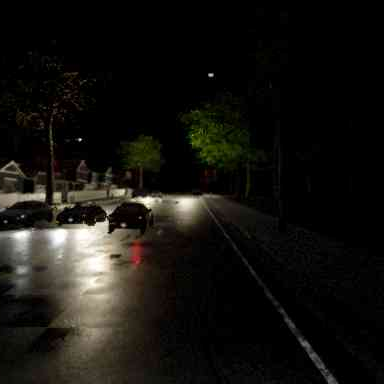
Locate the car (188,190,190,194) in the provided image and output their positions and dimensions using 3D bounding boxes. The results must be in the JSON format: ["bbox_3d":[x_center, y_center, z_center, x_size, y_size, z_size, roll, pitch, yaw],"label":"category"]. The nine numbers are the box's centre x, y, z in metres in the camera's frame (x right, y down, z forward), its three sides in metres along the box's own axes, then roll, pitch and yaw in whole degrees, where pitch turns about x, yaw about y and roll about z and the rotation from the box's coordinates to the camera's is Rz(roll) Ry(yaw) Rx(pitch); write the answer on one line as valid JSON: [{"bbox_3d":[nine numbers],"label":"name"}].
[{"bbox_3d":[0.009,-0.140,94.985,1.812,1.442,4.674,0,1,0],"label":"car"}]

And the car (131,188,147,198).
[{"bbox_3d":[-9.763,0.206,61.855,2.150,2.045,5.566,0,1,0],"label":"car"}]

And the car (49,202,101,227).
[{"bbox_3d":[-6.595,1.292,20.040,1.994,1.385,4.181,0,1,0],"label":"car"}]

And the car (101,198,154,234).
[{"bbox_3d":[-3.147,1.292,17.559,1.812,1.442,4.674,0,1,0],"label":"car"}]

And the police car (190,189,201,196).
[{"bbox_3d":[1.144,0.157,76.834,1.930,1.638,5.238,0,1,0],"label":"police car"}]

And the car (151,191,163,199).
[{"bbox_3d":[-6.516,0.507,61.896,1.812,1.442,4.674,0,1,1],"label":"car"}]

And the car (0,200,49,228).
[{"bbox_3d":[-9.846,1.256,19.924,1.812,1.442,4.674,0,1,0],"label":"car"}]
